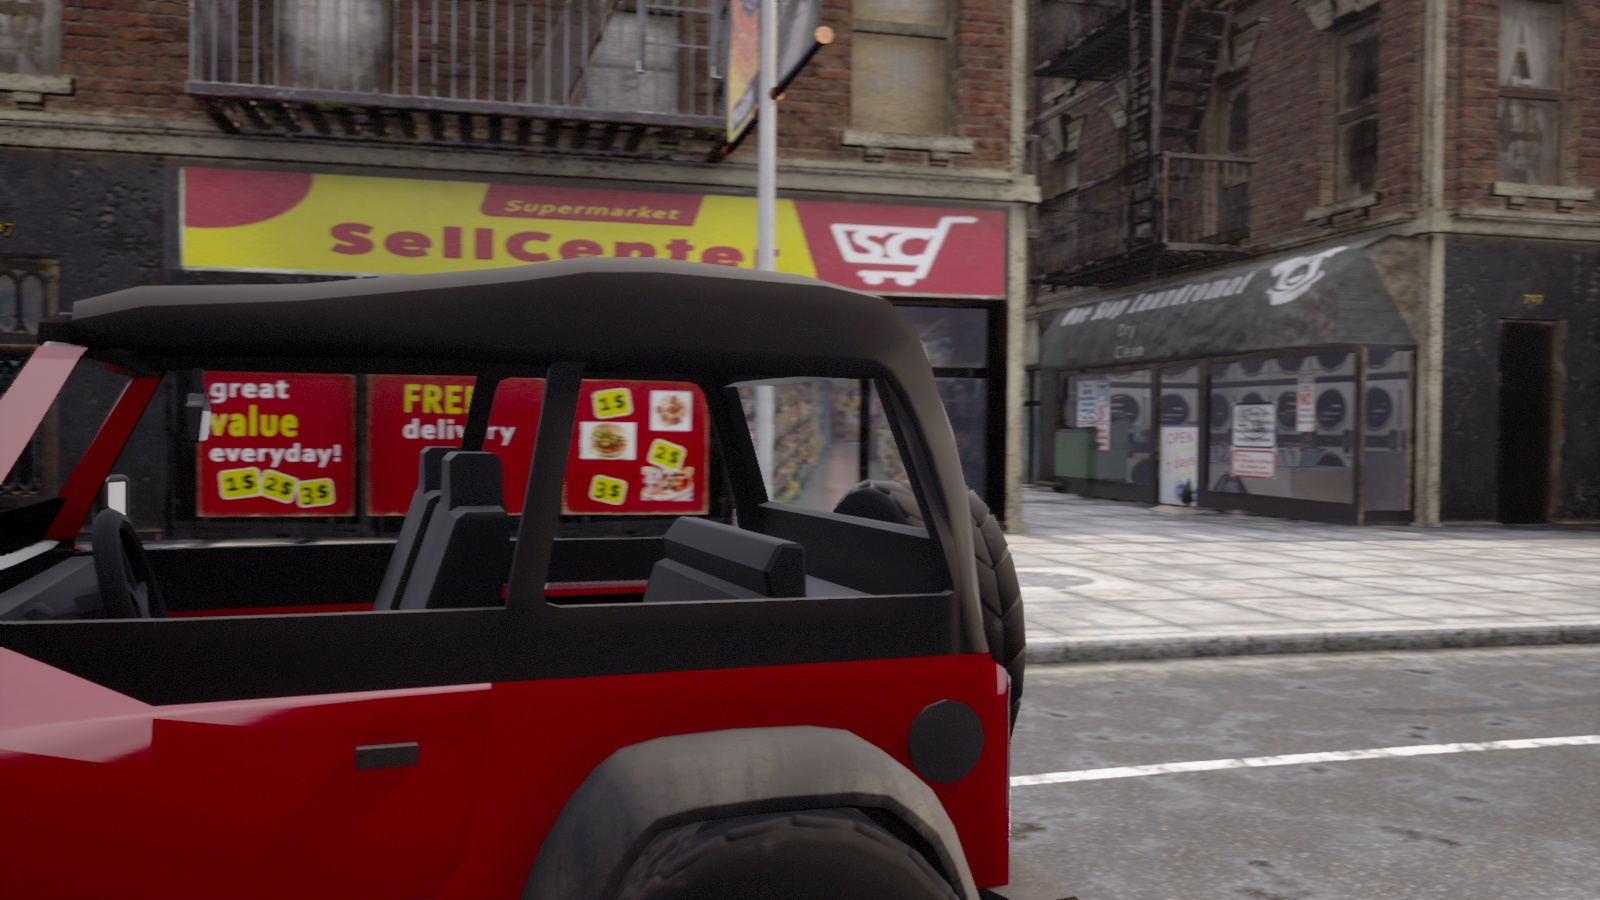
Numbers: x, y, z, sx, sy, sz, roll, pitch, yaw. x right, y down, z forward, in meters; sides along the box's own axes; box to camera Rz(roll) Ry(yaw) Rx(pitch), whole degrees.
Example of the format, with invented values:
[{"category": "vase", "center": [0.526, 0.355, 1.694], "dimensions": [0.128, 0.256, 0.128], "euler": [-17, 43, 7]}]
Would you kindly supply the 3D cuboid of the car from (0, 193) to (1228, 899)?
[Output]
[{"category": "car", "center": [-1.274, 0.558, 2.765], "dimensions": [3.866, 1.878, 1.905], "euler": [-1, 1, -21]}]
